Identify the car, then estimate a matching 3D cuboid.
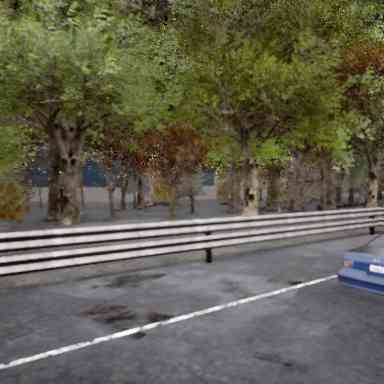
[{"bbox_3d":[5.571,1.489,7.728,5.357,1.411,2.033,0,0,-35],"label":"car"}]
